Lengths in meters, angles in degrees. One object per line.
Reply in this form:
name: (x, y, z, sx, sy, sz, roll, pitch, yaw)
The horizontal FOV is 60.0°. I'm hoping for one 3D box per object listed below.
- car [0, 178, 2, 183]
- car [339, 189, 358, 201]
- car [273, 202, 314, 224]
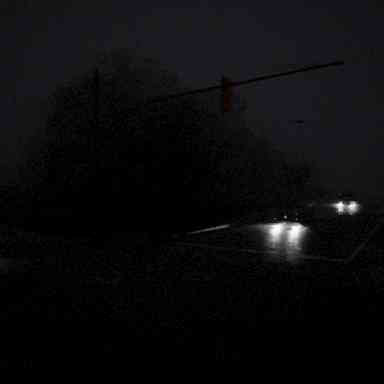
car: (-48.730, -3.102, 81.421, 2.150, 2.045, 5.566, 0, 3, -6)
car: (21.359, 0.323, 45.386, 1.895, 1.301, 4.718, 0, 3, 33)
car: (7.309, 1.438, 23.857, 1.994, 1.385, 4.181, 0, 1, 33)
